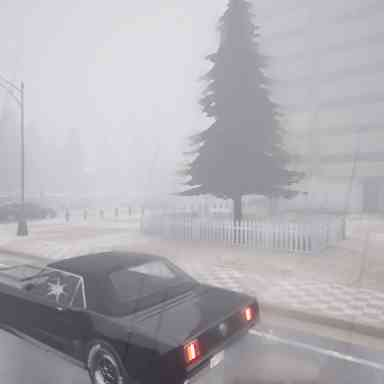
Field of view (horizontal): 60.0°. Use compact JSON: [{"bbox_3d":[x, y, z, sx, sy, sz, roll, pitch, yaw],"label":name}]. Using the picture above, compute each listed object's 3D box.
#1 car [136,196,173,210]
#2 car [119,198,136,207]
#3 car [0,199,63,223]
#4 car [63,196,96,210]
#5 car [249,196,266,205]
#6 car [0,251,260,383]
[{"bbox_3d":[-4.561,1.349,43.515,2.097,1.767,4.553,0,0,36],"label":"car"},{"bbox_3d":[-8.489,1.544,50.365,2.033,1.411,5.357,0,0,36],"label":"car"},{"bbox_3d":[-13.002,1.503,25.841,1.837,1.490,4.892,0,0,36],"label":"car"},{"bbox_3d":[-14.499,1.349,42.037,2.097,1.767,4.553,0,0,36],"label":"car"},{"bbox_3d":[12.009,1.523,60.550,1.812,1.442,4.674,0,0,35],"label":"car"},{"bbox_3d":[-1.510,1.600,5.084,4.718,1.301,1.895,0,0,36],"label":"car"}]
